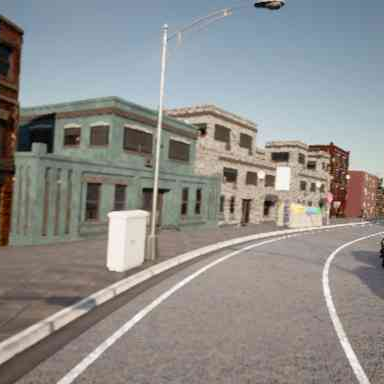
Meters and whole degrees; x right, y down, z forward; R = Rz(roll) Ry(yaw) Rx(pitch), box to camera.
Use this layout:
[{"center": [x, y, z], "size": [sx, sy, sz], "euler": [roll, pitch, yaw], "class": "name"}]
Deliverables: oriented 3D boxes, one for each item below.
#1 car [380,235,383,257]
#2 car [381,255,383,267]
[{"center": [8.771, 2.291, 13.533], "size": [1.812, 1.442, 4.674], "euler": [4, -1, 28], "class": "car"}, {"center": [6.514, 2.002, 8.604], "size": [1.801, 1.575, 5.366], "euler": [4, -1, 21], "class": "car"}]
